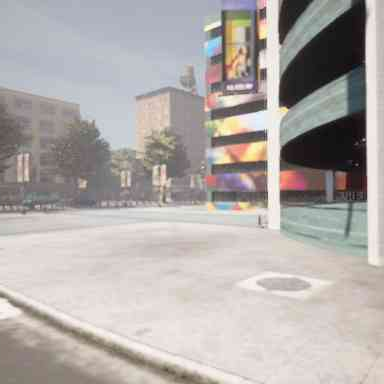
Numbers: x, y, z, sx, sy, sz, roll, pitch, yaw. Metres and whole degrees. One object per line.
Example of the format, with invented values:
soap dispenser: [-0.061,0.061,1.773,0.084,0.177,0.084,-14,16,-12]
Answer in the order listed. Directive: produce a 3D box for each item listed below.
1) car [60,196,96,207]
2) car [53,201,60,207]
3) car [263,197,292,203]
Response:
car: [-20.050,1.720,59.653,2.150,2.045,5.566,-1,-1,42]
car: [-23.072,2.024,61.461,2.128,1.511,4.902,-1,0,42]
car: [10.193,1.479,41.054,2.002,1.452,4.674,-1,0,41]
